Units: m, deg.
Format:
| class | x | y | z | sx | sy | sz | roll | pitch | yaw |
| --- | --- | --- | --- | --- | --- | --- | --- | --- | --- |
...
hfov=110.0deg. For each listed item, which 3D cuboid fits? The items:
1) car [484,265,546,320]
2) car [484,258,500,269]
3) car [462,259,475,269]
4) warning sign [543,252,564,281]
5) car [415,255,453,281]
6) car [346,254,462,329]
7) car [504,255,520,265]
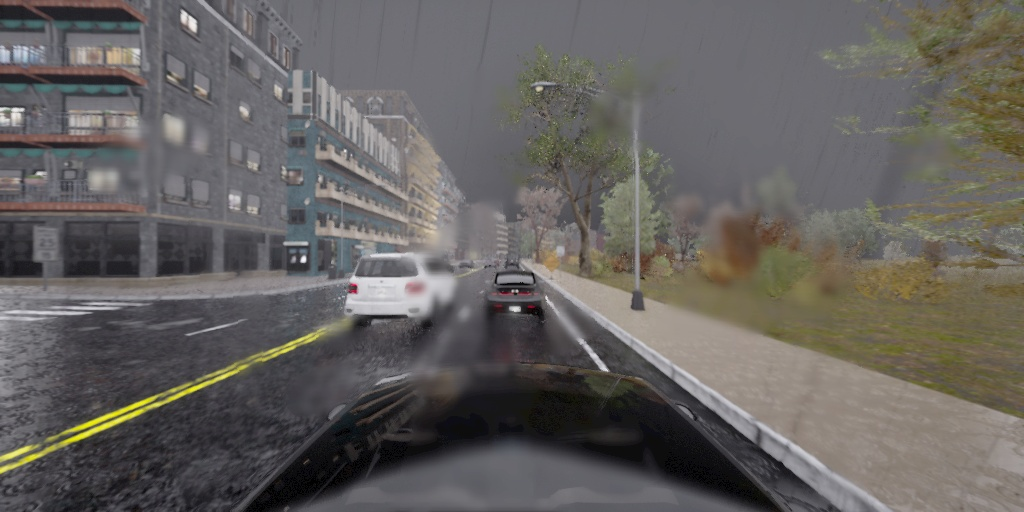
| class | x | y | z | sx | sy | sz | roll | pitch | yaw |
| --- | --- | --- | --- | --- | --- | --- | --- | --- | --- |
| car | 0.098 | 1.232 | 12.417 | 1.837 | 1.490 | 4.892 | 0 | 0 | 0 |
| car | -3.245 | 1.187 | 54.961 | 2.033 | 1.411 | 5.357 | 0 | 0 | 0 |
| car | -6.544 | 1.192 | 52.444 | 2.033 | 1.411 | 5.357 | 0 | 0 | 1 |
| warning sign | 2.853 | 0.813 | 25.726 | 1.300 | 1.860 | 1.060 | 0 | 0 | 0 |
| car | -6.593 | 0.909 | 30.994 | 2.150 | 2.045 | 5.566 | 0 | 0 | 0 |
| car | -3.151 | 0.951 | 11.352 | 2.150 | 2.045 | 5.566 | 0 | 0 | 0 |
| car | 0.005 | 0.861 | 54.990 | 2.150 | 2.045 | 5.566 | 0 | 0 | 0 |
